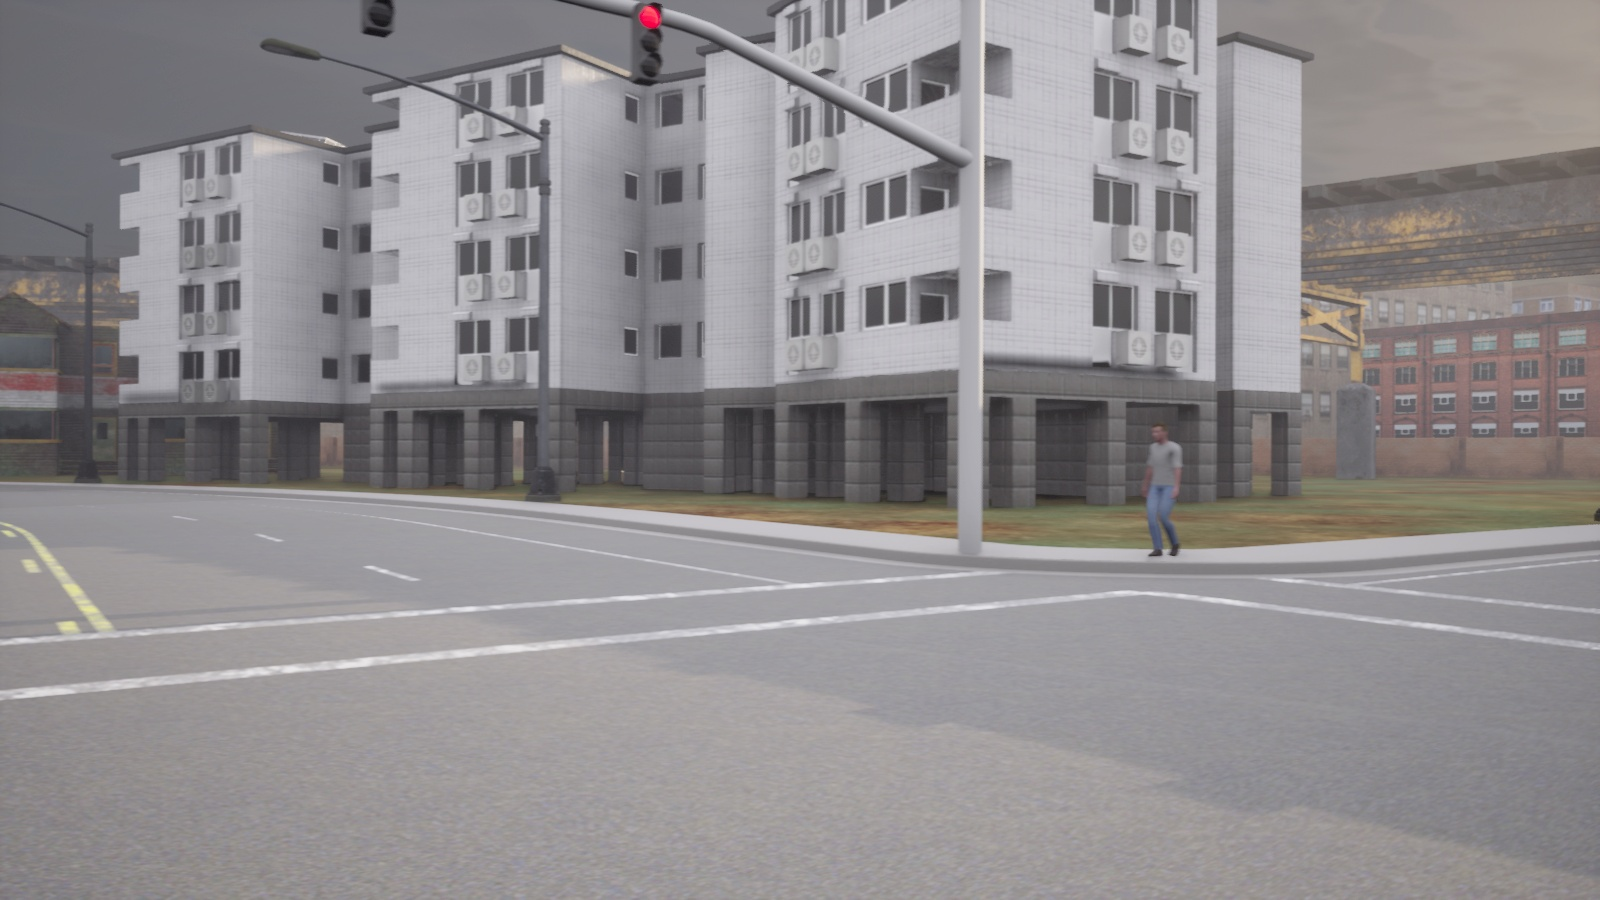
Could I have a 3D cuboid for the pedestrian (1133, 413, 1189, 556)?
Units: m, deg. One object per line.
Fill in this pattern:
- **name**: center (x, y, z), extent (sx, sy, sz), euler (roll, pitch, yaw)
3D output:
- **pedestrian**: center (4.749, 0.447, 16.513), extent (0.706, 1.836, 0.354), euler (0, 0, -37)
